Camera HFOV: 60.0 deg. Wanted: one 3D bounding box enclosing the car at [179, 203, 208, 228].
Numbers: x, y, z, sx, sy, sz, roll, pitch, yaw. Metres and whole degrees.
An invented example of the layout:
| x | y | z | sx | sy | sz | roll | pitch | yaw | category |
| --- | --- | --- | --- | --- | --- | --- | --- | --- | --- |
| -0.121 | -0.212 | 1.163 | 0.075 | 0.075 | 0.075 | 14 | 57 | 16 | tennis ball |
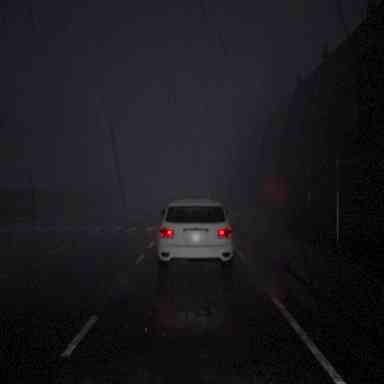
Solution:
| x | y | z | sx | sy | sz | roll | pitch | yaw | category |
| --- | --- | --- | --- | --- | --- | --- | --- | --- | --- |
| 0.198 | 1.542 | 23.332 | 1.812 | 1.442 | 4.674 | 0 | 0 | 3 | car |

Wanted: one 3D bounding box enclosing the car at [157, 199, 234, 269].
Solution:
| x | y | z | sx | sy | sz | roll | pitch | yaw | category |
| --- | --- | --- | --- | --- | --- | --- | --- | --- | --- |
| 0.100 | 1.231 | 11.269 | 2.150 | 2.045 | 5.566 | 0 | 0 | 0 | car |
